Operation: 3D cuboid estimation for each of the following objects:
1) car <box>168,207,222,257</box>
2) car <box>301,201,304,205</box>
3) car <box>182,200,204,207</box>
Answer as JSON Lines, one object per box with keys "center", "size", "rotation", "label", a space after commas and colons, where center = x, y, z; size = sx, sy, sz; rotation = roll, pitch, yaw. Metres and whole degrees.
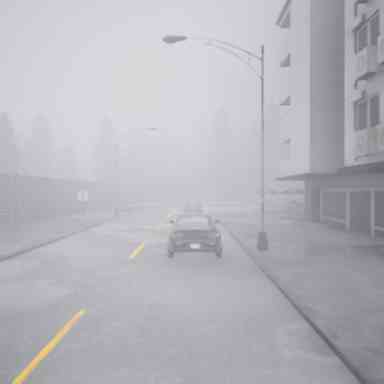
{"center": [0.098, 1.497, 12.598], "size": [1.812, 1.442, 4.674], "rotation": [0, 0, 0], "label": "car"}
{"center": [18.125, 1.491, 47.816], "size": [4.718, 1.301, 1.895], "rotation": [0, 0, 0], "label": "car"}
{"center": [0.098, 1.478, 30.503], "size": [2.033, 1.411, 5.357], "rotation": [0, 0, 0], "label": "car"}
